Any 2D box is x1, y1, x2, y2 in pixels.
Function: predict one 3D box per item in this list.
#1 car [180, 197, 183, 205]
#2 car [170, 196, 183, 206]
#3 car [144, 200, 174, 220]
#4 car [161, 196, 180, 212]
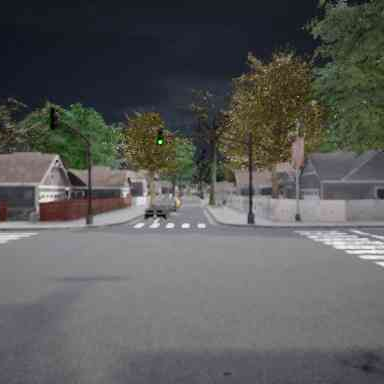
[{"bbox_3d":[-2.785,1.532,48.535,1.882,1.535,5.008,0,0,1],"label":"car"},{"bbox_3d":[-2.724,1.574,58.646,1.837,1.490,4.892,0,0,1],"label":"car"},{"bbox_3d":[-2.927,1.630,28.959,1.895,1.301,4.718,0,0,1],"label":"car"},{"bbox_3d":[-2.860,1.393,38.926,2.097,1.767,4.553,0,0,0],"label":"car"}]
